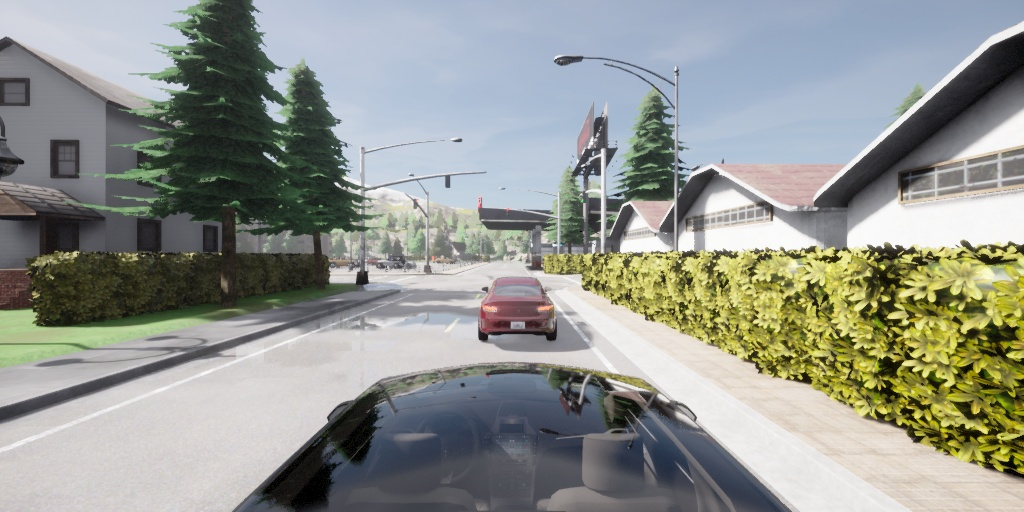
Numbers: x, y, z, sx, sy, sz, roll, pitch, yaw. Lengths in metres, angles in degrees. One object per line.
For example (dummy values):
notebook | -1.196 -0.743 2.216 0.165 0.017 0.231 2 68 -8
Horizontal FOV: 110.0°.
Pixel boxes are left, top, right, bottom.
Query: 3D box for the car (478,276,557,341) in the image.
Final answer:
car | 0.129 1.276 9.766 1.812 1.442 4.674 0 0 0
